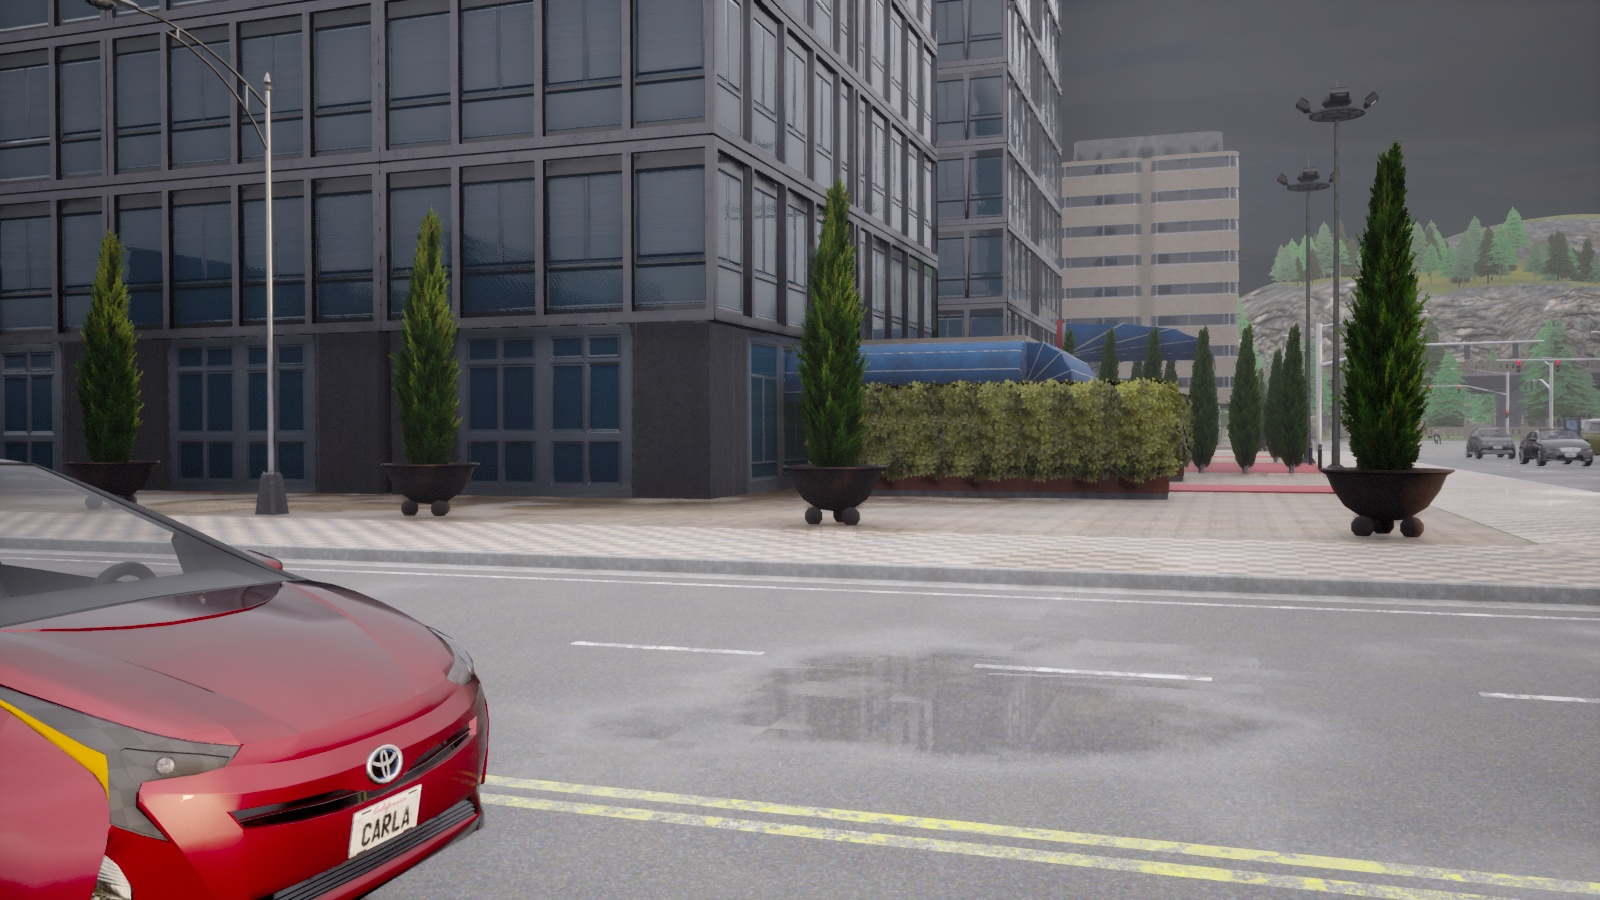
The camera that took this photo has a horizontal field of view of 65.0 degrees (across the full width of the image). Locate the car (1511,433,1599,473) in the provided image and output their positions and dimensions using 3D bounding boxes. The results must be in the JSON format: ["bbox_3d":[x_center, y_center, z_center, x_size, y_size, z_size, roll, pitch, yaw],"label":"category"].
[{"bbox_3d":[30.606,0.082,50.922,2.128,1.511,4.902,1,1,18],"label":"car"}]

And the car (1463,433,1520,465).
[{"bbox_3d":[34.491,-0.070,62.715,1.789,1.549,3.705,1,1,18],"label":"car"}]

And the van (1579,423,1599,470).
[{"bbox_3d":[35.481,-0.161,54.532,1.775,1.987,4.442,1,1,18],"label":"van"}]

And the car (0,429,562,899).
[{"bbox_3d":[-3.322,0.692,4.311,4.514,1.525,2.007,1,1,19],"label":"car"}]
